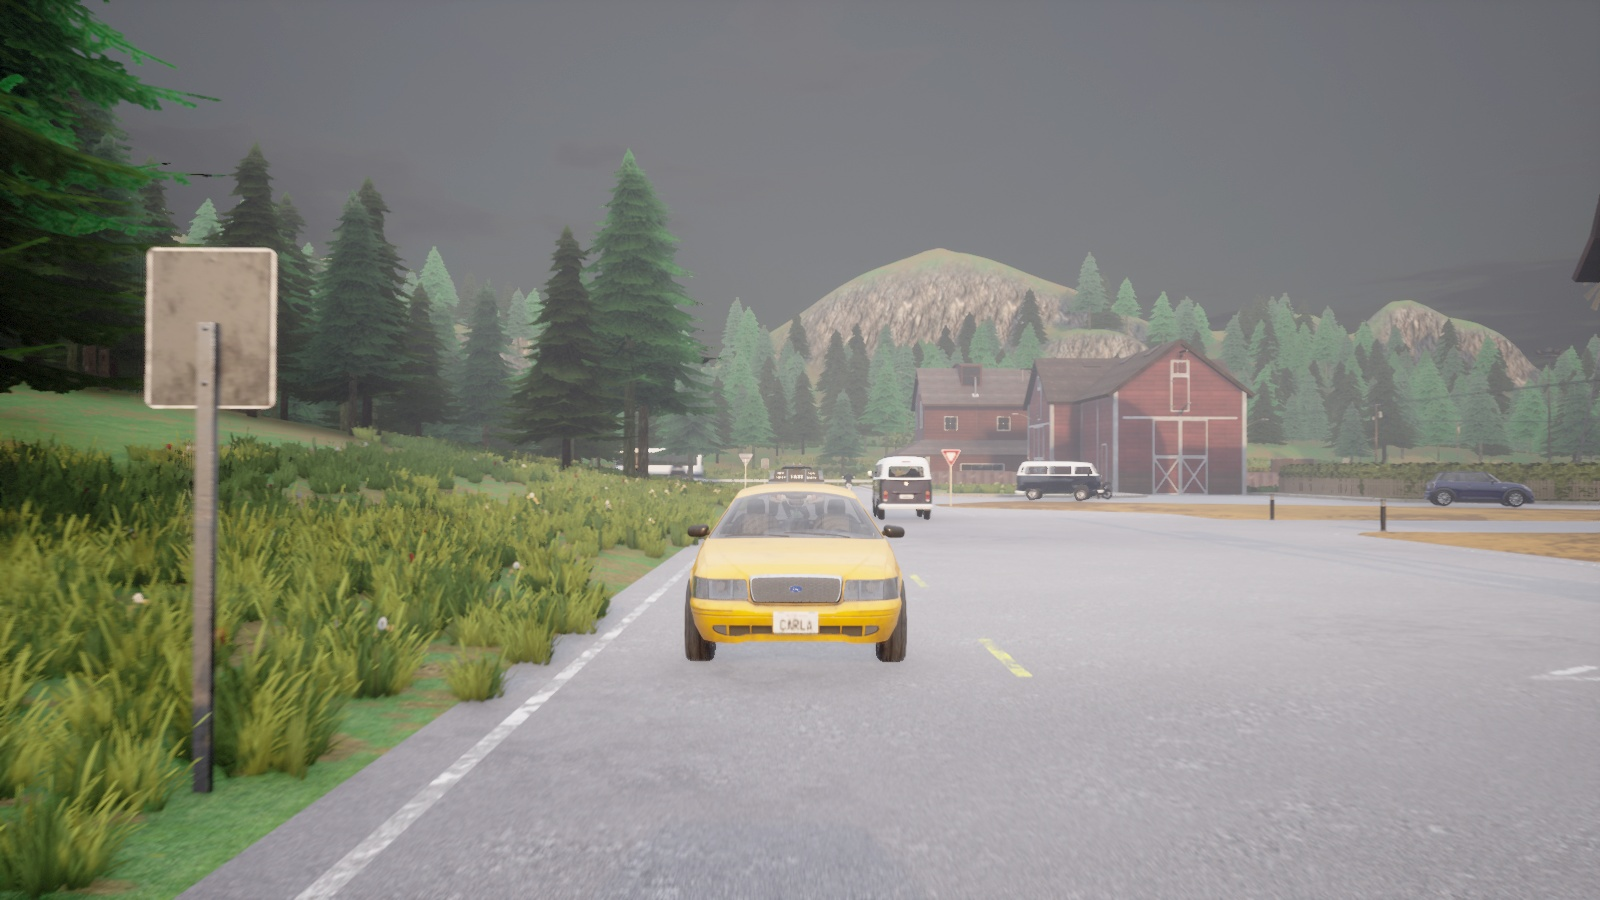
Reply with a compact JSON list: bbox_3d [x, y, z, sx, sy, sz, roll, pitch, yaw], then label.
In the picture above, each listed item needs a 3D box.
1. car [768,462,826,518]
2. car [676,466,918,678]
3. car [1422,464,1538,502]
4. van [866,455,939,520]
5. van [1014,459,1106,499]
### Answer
[{"bbox_3d":[-0.107,1.379,44.507,1.932,1.855,4.605,0,-1,0],"label":"car"},{"bbox_3d":[-0.030,0.957,12.078,1.801,1.575,5.366,0,-1,0],"label":"car"},{"bbox_3d":[32.295,1.537,59.807,4.553,1.767,2.097,0,-1,19],"label":"car"},{"bbox_3d":[3.398,1.236,42.326,2.069,2.038,4.480,0,-1,0],"label":"van"},{"bbox_3d":[13.553,1.505,65.417,4.480,2.038,2.069,-1,-1,16],"label":"van"}]
